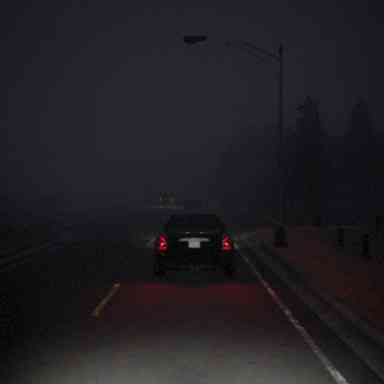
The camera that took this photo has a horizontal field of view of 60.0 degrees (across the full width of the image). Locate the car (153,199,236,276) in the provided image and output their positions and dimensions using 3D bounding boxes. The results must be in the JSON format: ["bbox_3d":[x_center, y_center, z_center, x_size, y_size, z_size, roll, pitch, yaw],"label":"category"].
[{"bbox_3d":[0.080,1.283,10.250,2.097,1.767,4.553,0,1,1],"label":"car"}]

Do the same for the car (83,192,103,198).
[{"bbox_3d":[-25.042,0.739,84.097,4.514,1.523,2.007,0,0,0],"label":"car"}]

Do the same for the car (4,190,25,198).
[{"bbox_3d":[-42.920,0.543,80.438,3.866,1.878,1.905,0,0,0],"label":"car"}]

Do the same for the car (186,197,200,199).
[{"bbox_3d":[0.095,1.248,35.485,2.128,1.511,4.902,0,0,0],"label":"car"}]

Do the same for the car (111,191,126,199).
[{"bbox_3d":[-17.668,0.663,74.017,5.027,1.636,2.152,0,0,0],"label":"car"}]

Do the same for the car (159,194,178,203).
[{"bbox_3d":[-3.584,1.024,47.979,2.097,1.767,4.553,0,0,0],"label":"car"}]

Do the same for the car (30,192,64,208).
[{"bbox_3d":[-17.387,1.117,39.736,3.633,1.501,1.845,0,0,0],"label":"car"}]

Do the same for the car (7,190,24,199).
[{"bbox_3d":[-35.761,0.871,64.698,4.514,1.523,2.007,0,0,0],"label":"car"}]

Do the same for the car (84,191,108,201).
[{"bbox_3d":[-17.666,0.674,61.222,3.866,1.878,1.905,0,0,0],"label":"car"}]

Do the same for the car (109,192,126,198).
[{"bbox_3d":[-17.992,0.698,80.435,3.806,1.475,1.970,0,0,0],"label":"car"}]

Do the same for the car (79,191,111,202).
[{"bbox_3d":[-17.253,0.714,58.317,4.605,1.855,1.932,0,0,0],"label":"car"}]

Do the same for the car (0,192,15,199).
[{"bbox_3d":[-43.531,0.849,77.115,3.806,1.475,1.970,0,0,0],"label":"car"}]

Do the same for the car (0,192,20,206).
[{"bbox_3d":[-24.809,1.107,42.715,3.806,1.475,1.970,0,0,0],"label":"car"}]
